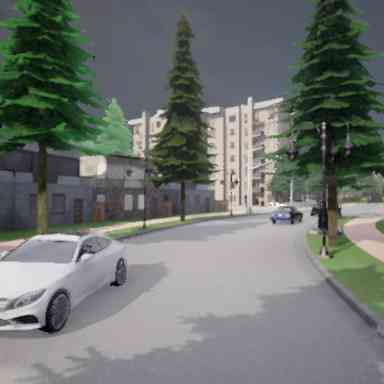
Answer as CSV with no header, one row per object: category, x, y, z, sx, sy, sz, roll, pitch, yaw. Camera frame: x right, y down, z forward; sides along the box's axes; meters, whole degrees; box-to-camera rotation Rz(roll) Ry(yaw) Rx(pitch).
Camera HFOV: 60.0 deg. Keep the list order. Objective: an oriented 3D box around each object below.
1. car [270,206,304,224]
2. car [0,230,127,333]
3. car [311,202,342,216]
car,8.182,1.936,28.570,2.033,1.411,5.357,0,-1,29
car,-2.842,1.613,7.171,1.812,1.442,4.674,0,-1,9
car,15.904,1.899,39.179,2.097,1.767,4.553,0,-1,45
